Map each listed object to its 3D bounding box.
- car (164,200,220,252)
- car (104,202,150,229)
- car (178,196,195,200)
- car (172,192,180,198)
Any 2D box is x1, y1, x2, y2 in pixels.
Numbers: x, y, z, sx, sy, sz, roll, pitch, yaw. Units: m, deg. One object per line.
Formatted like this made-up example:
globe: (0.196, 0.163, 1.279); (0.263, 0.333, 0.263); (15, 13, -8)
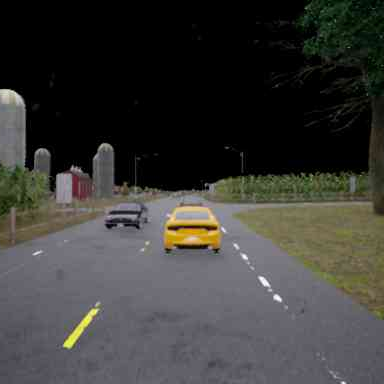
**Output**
car: (0.010, 1.300, 12.989); (1.882, 1.535, 5.008); (0, 1, 0)
car: (-3.624, 1.283, 19.540); (2.033, 1.411, 5.357); (0, 1, 0)
car: (-0.053, 1.239, 27.087); (1.895, 1.301, 4.718); (0, 1, 0)
car: (-3.831, 0.779, 80.629); (1.837, 1.490, 4.892); (0, 0, 0)
